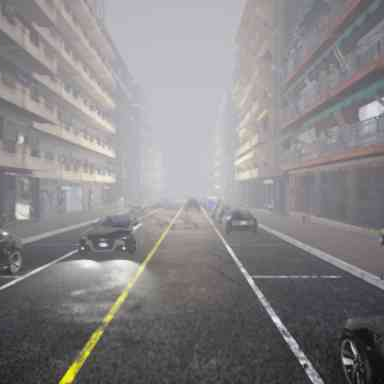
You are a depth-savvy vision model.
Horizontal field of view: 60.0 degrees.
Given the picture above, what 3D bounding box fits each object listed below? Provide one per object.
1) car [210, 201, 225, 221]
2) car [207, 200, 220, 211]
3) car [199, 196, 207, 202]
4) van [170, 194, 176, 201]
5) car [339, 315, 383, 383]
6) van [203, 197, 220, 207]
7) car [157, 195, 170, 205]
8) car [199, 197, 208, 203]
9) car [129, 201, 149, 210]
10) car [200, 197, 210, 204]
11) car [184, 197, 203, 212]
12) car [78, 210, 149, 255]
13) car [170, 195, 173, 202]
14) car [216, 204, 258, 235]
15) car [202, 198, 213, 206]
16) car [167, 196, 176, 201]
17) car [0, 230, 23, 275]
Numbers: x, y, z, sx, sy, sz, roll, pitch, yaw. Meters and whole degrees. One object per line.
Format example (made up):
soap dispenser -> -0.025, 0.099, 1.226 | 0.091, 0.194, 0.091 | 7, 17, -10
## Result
car -> 2.671, 1.639, 24.944 | 2.008, 1.369, 4.403 | -1, 0, 0
car -> 2.670, 1.688, 30.608 | 1.802, 1.307, 4.206 | -1, 0, 0
car -> 2.658, 1.786, 81.590 | 1.887, 1.381, 4.507 | -1, 0, 0
van -> -5.727, 1.595, 87.200 | 1.690, 1.788, 3.998 | -1, 0, 0
car -> 2.649, 1.575, 2.286 | 1.947, 1.339, 4.313 | -1, 0, 0
van -> 2.664, 1.482, 41.938 | 1.690, 1.788, 3.998 | -1, 0, 0
car -> -5.718, 1.726, 64.368 | 1.752, 1.417, 4.829 | -1, 0, 0
car -> 2.659, 1.773, 75.926 | 1.887, 1.381, 4.507 | -1, 0, 0
car -> -5.712, 1.675, 36.215 | 2.008, 1.369, 4.403 | -1, 0, 0
car -> 2.660, 1.759, 70.261 | 1.887, 1.381, 4.507 | -1, 0, 0
car -> 0.089, 1.642, 41.491 | 1.837, 1.490, 4.892 | 0, -1, 0
car -> -3.009, 1.612, 13.300 | 1.994, 1.385, 4.181 | 0, 0, 0
car -> -5.719, 1.781, 70.205 | 1.947, 1.339, 4.313 | -1, 0, 0
car -> 2.674, 1.634, 19.279 | 1.947, 1.339, 4.313 | -1, 0, 0
car -> 2.664, 1.768, 58.932 | 1.802, 1.307, 4.206 | -1, 0, 0
car -> -5.725, 1.816, 92.864 | 2.008, 1.369, 4.403 | -1, 0, 0
car -> -5.705, 1.595, 7.891 | 1.947, 1.339, 4.313 | -1, 0, 0
